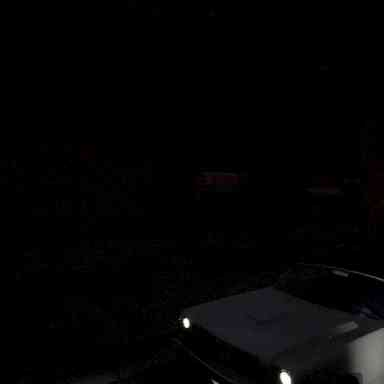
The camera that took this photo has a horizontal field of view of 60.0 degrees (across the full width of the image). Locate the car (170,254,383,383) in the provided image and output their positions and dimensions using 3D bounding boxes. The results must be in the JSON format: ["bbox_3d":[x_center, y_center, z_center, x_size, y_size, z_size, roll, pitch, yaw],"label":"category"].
[{"bbox_3d":[2.096,1.647,4.560,4.718,1.301,1.895,1,0,-35],"label":"car"}]
